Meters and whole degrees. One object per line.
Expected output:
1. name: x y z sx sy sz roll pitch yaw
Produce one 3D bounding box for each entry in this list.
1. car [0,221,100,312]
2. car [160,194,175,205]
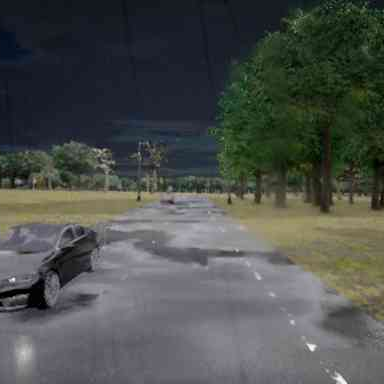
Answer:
1. car: -3.600 1.489 7.914 2.128 1.511 4.902 0 0 0
2. car: -3.578 1.064 48.442 1.882 1.535 5.008 0 1 0
